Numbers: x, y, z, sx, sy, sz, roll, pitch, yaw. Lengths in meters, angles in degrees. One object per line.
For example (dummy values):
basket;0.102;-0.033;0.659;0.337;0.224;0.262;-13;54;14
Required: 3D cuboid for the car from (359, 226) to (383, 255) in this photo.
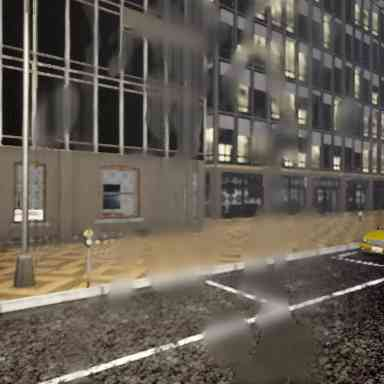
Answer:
car;7.986;1.551;12.210;4.829;1.417;1.752;0;0;-35
